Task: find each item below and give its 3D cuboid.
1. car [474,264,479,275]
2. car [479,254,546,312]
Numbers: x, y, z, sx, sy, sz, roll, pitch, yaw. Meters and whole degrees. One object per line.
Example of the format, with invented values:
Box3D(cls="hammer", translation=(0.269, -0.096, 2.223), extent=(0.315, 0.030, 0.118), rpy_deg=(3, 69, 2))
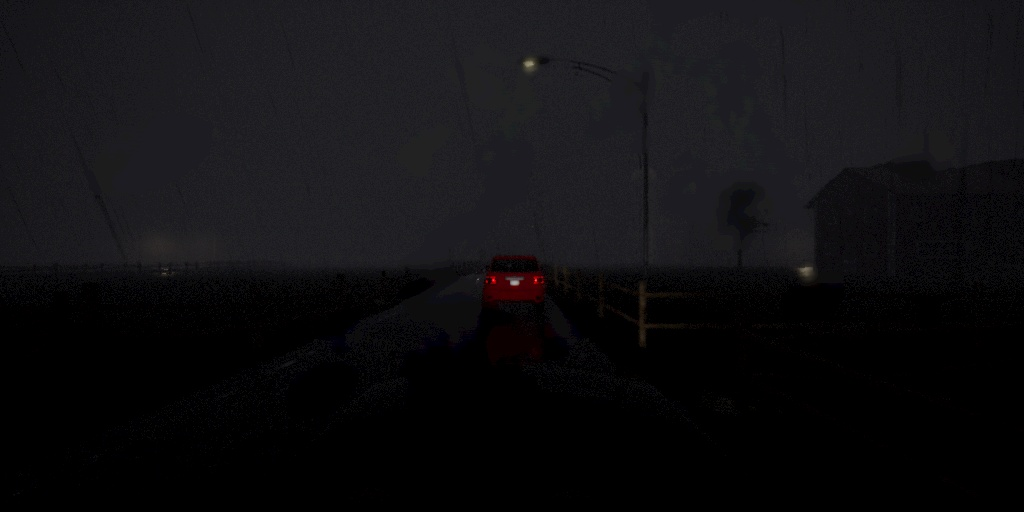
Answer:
Box3D(cls="car", translation=(-2.846, 1.327, 38.145), extent=(1.994, 1.385, 4.181), rpy_deg=(0, 0, 0))
Box3D(cls="car", translation=(0.094, 0.963, 14.342), extent=(2.150, 2.045, 5.566), rpy_deg=(0, 0, 0))
